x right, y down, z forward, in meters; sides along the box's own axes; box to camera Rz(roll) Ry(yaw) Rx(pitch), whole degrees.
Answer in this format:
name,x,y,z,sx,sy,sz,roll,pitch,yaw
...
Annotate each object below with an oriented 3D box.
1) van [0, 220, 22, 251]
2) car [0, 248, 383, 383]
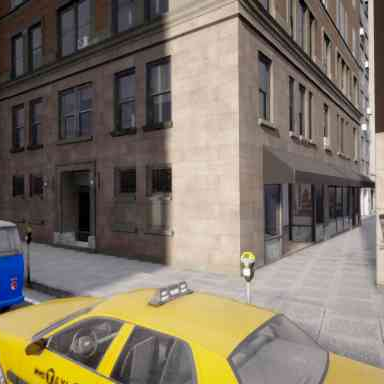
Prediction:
name,x,y,z,sx,sy,sz,roll,pitch,yaw
van,-4.877,1.342,6.351,3.998,1.788,1.690,0,-1,36
car,-0.402,1.526,3.147,4.829,1.417,1.752,0,-1,36
